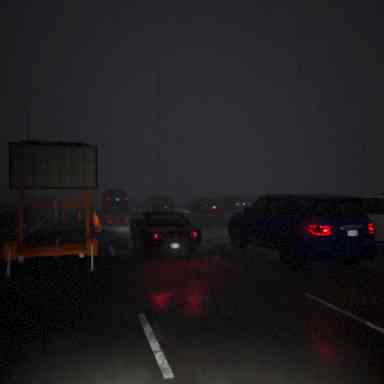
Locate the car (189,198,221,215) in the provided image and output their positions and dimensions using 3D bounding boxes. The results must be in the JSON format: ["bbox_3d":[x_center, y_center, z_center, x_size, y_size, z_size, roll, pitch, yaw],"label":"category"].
[{"bbox_3d":[1.138,1.153,28.255,1.994,1.385,4.181,0,1,-18],"label":"car"}]

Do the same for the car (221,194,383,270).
[{"bbox_3d":[3.134,1.069,10.764,2.150,2.045,5.566,0,1,-18],"label":"car"}]

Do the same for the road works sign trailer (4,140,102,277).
[{"bbox_3d":[-4.059,0.310,9.921,2.380,3.560,2.880,0,1,-18],"label":"road works sign trailer"}]

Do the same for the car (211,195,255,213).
[{"bbox_3d":[3.757,1.094,31.525,2.033,1.411,5.357,0,1,-18],"label":"car"}]

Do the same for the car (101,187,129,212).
[{"bbox_3d":[-7.383,0.740,31.828,2.150,2.045,5.566,0,1,-18],"label":"car"}]

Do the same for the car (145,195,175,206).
[{"bbox_3d":[-2.927,1.042,29.441,1.882,1.535,5.008,0,1,-18],"label":"car"}]

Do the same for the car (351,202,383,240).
[{"bbox_3d":[9.439,1.304,14.011,2.128,1.511,4.902,0,1,-18],"label":"car"}]

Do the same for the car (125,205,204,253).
[{"bbox_3d":[-1.236,1.409,12.892,1.895,1.301,4.718,0,1,-18],"label":"car"}]
